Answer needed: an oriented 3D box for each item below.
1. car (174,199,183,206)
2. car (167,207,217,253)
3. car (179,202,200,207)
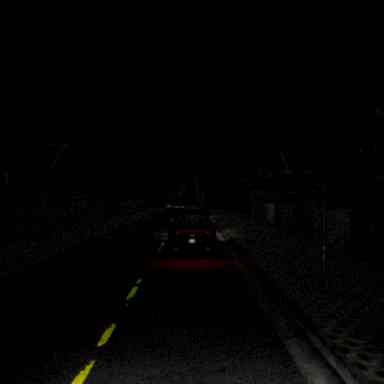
[{"bbox_3d":[-2.720,2.295,71.569,1.994,1.385,4.181,0,0,0],"label":"car"},{"bbox_3d":[0.012,1.624,14.460,1.882,1.535,5.008,0,0,0],"label":"car"},{"bbox_3d":[0.018,1.843,29.374,1.812,1.442,4.674,0,-1,0],"label":"car"}]
